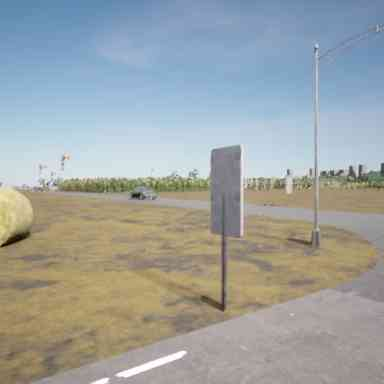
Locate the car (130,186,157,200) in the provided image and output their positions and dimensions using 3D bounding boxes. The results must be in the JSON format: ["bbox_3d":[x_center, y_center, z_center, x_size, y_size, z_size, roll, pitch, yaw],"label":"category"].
[{"bbox_3d":[-6.433,0.160,43.839,2.097,1.767,4.553,1,1,-35],"label":"car"}]
